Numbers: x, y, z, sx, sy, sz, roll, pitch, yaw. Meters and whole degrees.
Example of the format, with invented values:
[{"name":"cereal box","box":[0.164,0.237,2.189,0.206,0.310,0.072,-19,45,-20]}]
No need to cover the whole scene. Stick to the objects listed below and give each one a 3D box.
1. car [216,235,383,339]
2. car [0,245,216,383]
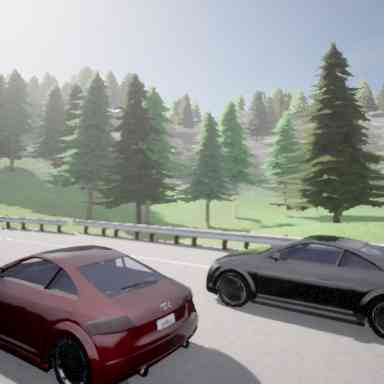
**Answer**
[{"name":"car","box":[2.352,1.550,6.489,4.181,1.385,1.994,0,0,35]},{"name":"car","box":[-1.976,1.557,5.203,4.181,1.385,1.994,0,0,34]}]
